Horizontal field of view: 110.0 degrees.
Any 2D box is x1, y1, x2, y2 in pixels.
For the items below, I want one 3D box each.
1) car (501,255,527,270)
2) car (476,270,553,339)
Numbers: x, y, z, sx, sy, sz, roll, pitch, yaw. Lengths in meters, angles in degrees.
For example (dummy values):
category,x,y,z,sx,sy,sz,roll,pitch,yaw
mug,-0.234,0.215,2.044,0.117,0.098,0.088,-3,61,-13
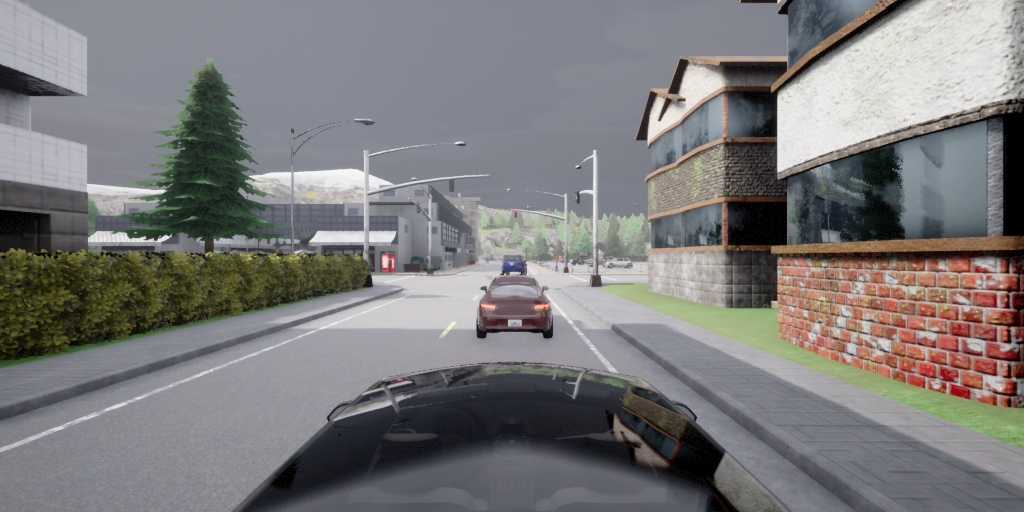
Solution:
category,x,y,z,sx,sy,sz,roll,pitch,yaw
car,0.250,0.953,37.069,2.150,2.045,5.566,1,-1,7
car,0.071,1.276,10.003,1.812,1.442,4.674,0,0,0
